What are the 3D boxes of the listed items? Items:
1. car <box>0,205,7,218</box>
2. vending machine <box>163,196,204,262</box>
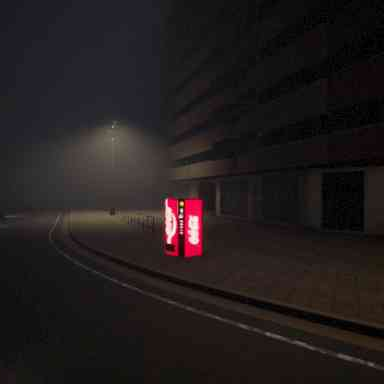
[{"bbox_3d":[-16.233,1.526,26.631,1.812,1.442,4.674,0,0,-20],"label":"car"},{"bbox_3d":[-0.287,1.195,11.318,1.100,2.100,0.880,0,0,-39],"label":"vending machine"}]
